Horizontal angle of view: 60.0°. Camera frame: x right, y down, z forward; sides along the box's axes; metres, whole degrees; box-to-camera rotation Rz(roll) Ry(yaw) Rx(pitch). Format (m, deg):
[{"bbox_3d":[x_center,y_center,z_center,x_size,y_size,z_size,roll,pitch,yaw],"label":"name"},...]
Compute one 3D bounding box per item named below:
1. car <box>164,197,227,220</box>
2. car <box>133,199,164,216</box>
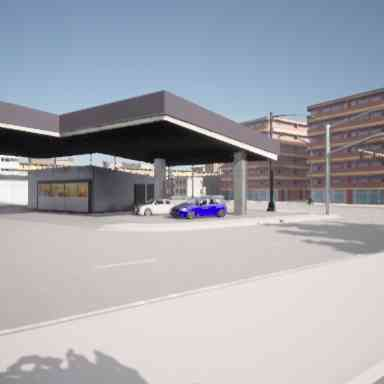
[{"bbox_3d":[0.562,1.239,26.023,4.611,1.667,2.242,0,0,-35],"label":"car"},{"bbox_3d":[-3.395,1.399,30.258,3.806,1.475,1.970,0,0,-35],"label":"car"}]
